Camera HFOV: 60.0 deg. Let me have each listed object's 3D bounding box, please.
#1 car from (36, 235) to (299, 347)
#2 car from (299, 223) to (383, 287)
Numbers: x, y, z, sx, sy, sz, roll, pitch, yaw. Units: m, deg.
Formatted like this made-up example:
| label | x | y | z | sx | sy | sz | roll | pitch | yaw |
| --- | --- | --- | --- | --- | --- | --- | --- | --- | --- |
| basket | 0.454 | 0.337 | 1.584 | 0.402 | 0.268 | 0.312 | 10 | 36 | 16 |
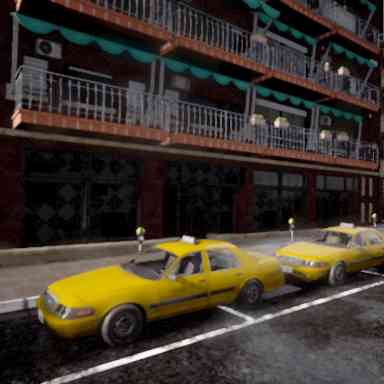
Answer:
| label | x | y | z | sx | sy | sz | roll | pitch | yaw |
| --- | --- | --- | --- | --- | --- | --- | --- | --- | --- |
| car | -0.277 | 1.557 | 6.343 | 4.829 | 1.417 | 1.752 | 1 | 1 | -35 |
| car | 4.334 | 1.611 | 9.627 | 4.829 | 1.417 | 1.752 | 1 | 1 | -35 |
